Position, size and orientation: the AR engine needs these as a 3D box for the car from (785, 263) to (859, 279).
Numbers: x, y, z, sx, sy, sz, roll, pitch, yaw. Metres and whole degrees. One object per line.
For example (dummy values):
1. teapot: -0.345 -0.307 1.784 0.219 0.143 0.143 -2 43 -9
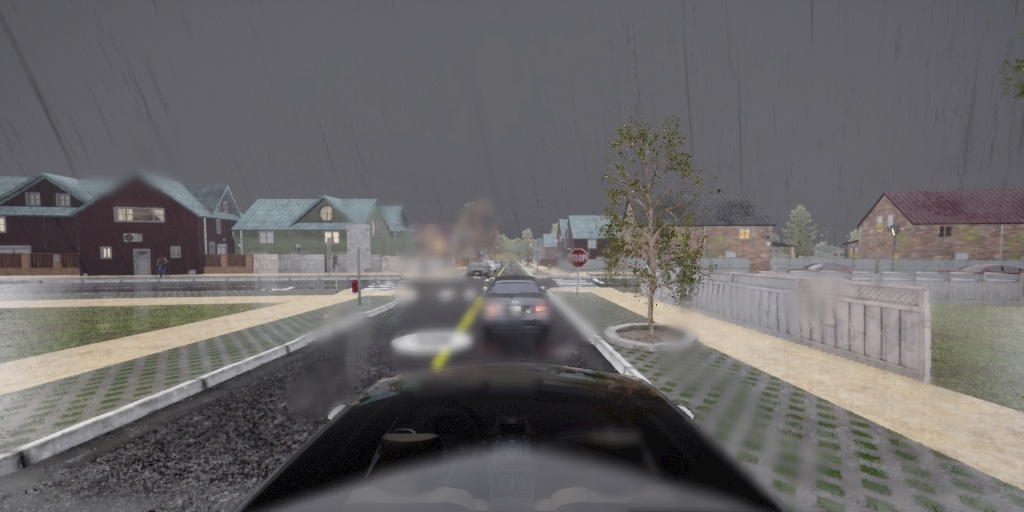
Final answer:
1. car: 22.790 1.241 26.396 4.674 1.442 1.812 0 3 6

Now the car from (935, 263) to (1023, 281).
1. car: 32.763 1.271 24.850 5.008 1.535 1.882 0 3 11

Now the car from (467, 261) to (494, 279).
1. car: -2.857 1.239 31.964 1.837 1.490 4.892 -1 -1 0

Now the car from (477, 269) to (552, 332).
1. car: 0.103 1.291 10.820 2.033 1.411 5.357 0 0 0

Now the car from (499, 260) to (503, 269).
1. car: -2.814 1.410 56.275 1.895 1.301 4.718 0 0 0

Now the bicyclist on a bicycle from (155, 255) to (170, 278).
1. bicyclist on a bicycle: -24.881 0.759 25.543 0.582 1.620 1.656 0 3 -16

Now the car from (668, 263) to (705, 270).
1. car: 12.570 1.241 27.133 4.181 1.385 1.994 0 3 2

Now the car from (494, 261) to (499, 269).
1. car: -2.847 1.298 43.351 1.812 1.442 4.674 0 0 0
